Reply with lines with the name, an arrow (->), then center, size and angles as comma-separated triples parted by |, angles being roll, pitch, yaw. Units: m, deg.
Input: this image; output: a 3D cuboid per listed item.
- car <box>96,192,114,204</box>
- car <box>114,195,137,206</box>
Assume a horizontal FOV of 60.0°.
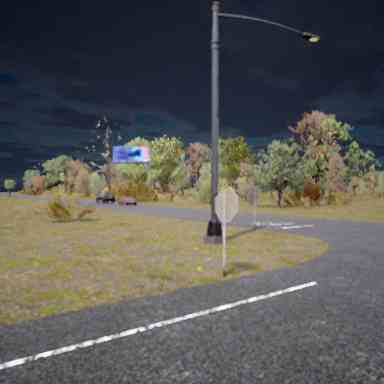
car -> -15.911, 1.068, 61.166 | 2.150, 2.045, 5.566 | 0, 0, -34
car -> -10.350, 1.429, 52.839 | 1.994, 1.385, 4.181 | 0, 0, -33
